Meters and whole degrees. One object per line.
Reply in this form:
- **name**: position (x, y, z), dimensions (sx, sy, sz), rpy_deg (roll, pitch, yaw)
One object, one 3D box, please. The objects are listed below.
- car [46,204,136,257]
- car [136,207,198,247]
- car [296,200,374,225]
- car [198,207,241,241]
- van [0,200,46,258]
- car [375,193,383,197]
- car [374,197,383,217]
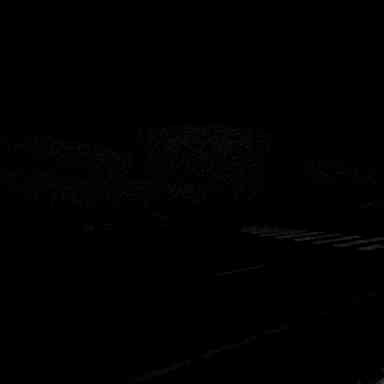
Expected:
- **car**: position (-4.746, 1.356, 13.167), dimensions (4.553, 1.767, 2.185), rpy_deg (-1, 0, 34)
- **car**: position (-2.338, 1.513, 14.911), dimensions (4.674, 1.452, 2.002), rpy_deg (-1, 0, 35)
- **car**: position (9.911, 1.455, 23.611), dimensions (4.792, 1.488, 2.163), rpy_deg (-1, -1, 35)
- **car**: position (0.132, 1.493, 16.645), dimensions (4.792, 1.488, 2.163), rpy_deg (-1, -1, 34)
- **van**: position (-7.299, 1.268, 11.519), dimensions (4.442, 1.987, 1.878), rpy_deg (-1, 0, 35)
- **car**: position (19.694, 1.120, 30.585), dimensions (5.566, 2.045, 2.435), rpy_deg (-1, -1, 35)
- **car**: position (14.621, 1.403, 27.209), dimensions (5.366, 1.575, 1.946), rpy_deg (-1, 0, 35)
